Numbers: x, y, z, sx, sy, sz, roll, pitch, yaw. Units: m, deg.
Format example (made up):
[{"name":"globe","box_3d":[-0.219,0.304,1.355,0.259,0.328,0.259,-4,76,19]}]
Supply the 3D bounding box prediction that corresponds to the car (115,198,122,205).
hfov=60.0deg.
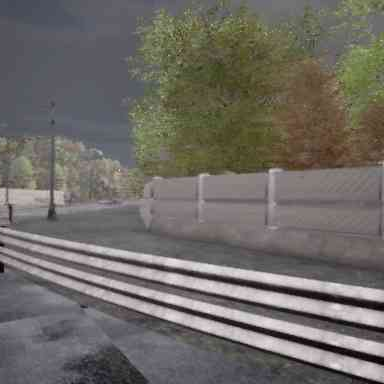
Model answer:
[{"name":"car","box_3d":[-18.051,2.287,79.342,1.837,1.490,4.892,1,-1,0]}]

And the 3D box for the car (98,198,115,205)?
[{"name":"car","box_3d":[-18.106,2.102,69.472,1.895,1.301,4.718,1,-1,0]}]
